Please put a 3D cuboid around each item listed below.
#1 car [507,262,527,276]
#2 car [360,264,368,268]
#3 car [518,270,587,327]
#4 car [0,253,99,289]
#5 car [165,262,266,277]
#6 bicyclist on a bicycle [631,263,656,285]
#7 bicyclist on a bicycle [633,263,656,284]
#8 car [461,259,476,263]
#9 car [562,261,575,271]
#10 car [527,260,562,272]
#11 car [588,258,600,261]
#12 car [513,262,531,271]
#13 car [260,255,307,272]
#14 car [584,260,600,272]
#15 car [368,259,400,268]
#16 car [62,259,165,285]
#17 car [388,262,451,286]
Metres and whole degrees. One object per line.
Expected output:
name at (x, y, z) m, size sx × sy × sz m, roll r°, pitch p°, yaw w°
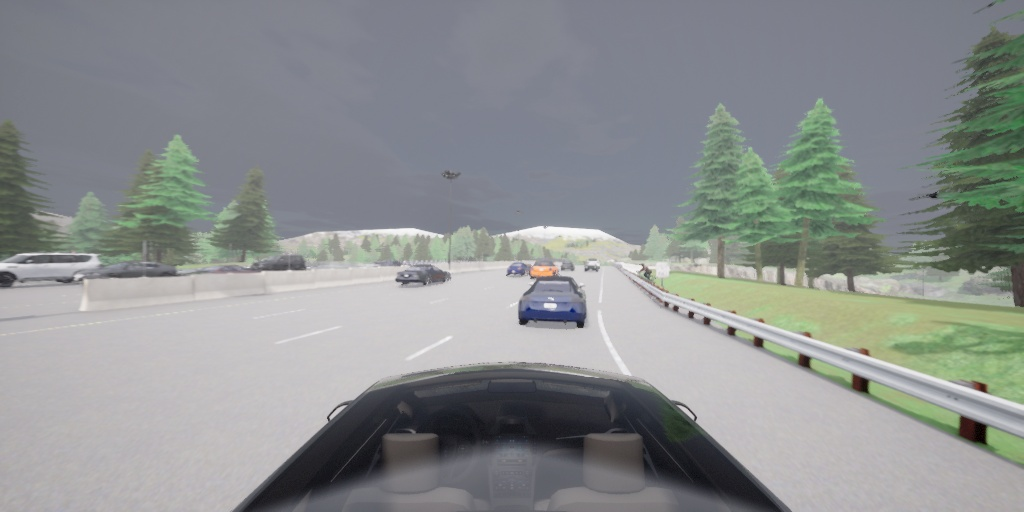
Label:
car at (0.736, 1.422, 38.392) m, size 1.812 × 1.442 × 4.674 m, roll 0°, pitch -1°, yaw 14°
car at (-18.427, 1.386, 48.693) m, size 1.895 × 1.301 × 4.718 m, roll 0°, pitch 0°, yaw 15°
car at (1.443, 1.352, 11.861) m, size 1.994 × 1.385 × 4.181 m, roll 0°, pitch 0°, yaw 11°
car at (-28.975, 0.807, 21.948) m, size 2.150 × 2.045 × 5.566 m, roll 0°, pitch 0°, yaw 14°
car at (-18.082, 1.238, 22.173) m, size 1.994 × 1.385 × 4.181 m, roll 0°, pitch 0°, yaw 14°
bicyclist on a bicycle at (10.408, 1.399, 28.417) m, size 1.656 × 1.620 × 0.582 m, roll 2°, pitch -2°, yaw 38°
bicyclist on a bicycle at (10.152, 1.395, 27.449) m, size 1.656 × 1.620 × 0.582 m, roll 2°, pitch 0°, yaw 8°
car at (-7.597, 1.261, 62.460) m, size 2.128 × 1.511 × 4.902 m, roll 0°, pitch 0°, yaw 15°
car at (8.536, 1.521, 54.923) m, size 2.128 × 1.511 × 4.902 m, roll 0°, pitch 0°, yaw 15°
car at (3.124, 1.248, 33.623) m, size 2.097 × 1.767 × 4.553 m, roll 0°, pitch 0°, yaw 14°
car at (14.307, 1.332, 63.275) m, size 2.150 × 2.045 × 5.566 m, roll 0°, pitch 0°, yaw 15°
car at (1.632, 1.579, 56.226) m, size 1.895 × 1.301 × 4.718 m, roll 0°, pitch 0°, yaw 15°
car at (-24.765, 0.910, 38.320) m, size 2.150 × 2.045 × 5.566 m, roll 0°, pitch 0°, yaw 15°
car at (11.546, 1.643, 52.227) m, size 1.895 × 1.301 × 4.718 m, roll 0°, pitch 0°, yaw 15°
car at (-13.537, 1.351, 39.852) m, size 1.994 × 1.385 × 4.181 m, roll 0°, pitch 0°, yaw 15°
car at (-24.977, 1.115, 23.462) m, size 2.128 × 1.511 × 4.902 m, roll 0°, pitch 0°, yaw 14°
car at (-6.182, 1.332, 25.513) m, size 2.033 × 1.411 × 5.357 m, roll 0°, pitch 0°, yaw 14°
